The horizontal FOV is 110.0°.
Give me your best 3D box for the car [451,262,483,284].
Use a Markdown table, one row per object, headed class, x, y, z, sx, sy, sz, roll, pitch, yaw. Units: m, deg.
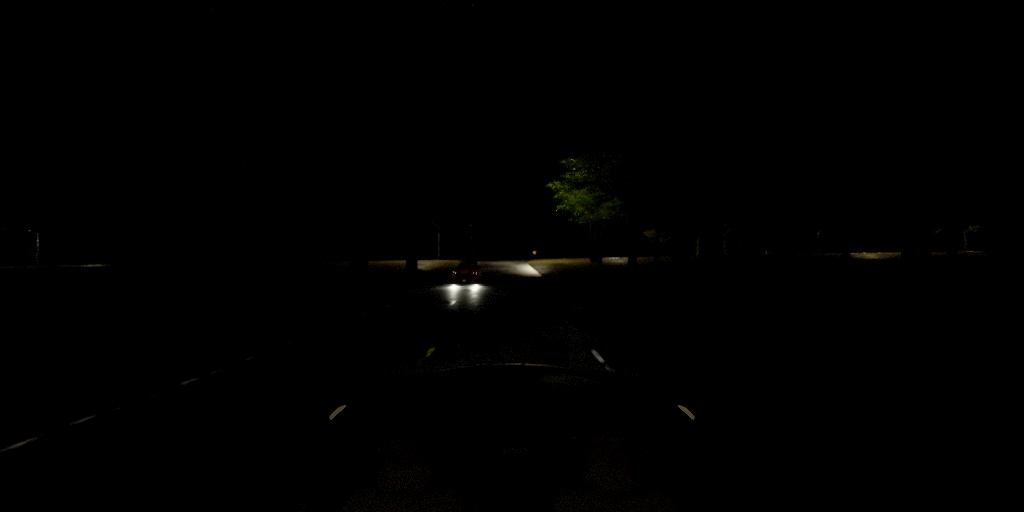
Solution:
| class | x | y | z | sx | sy | sz | roll | pitch | yaw |
| --- | --- | --- | --- | --- | --- | --- | --- | --- | --- |
| car | -3.585 | 1.268 | 29.066 | 2.097 | 1.767 | 4.553 | 0 | 0 | 0 |
